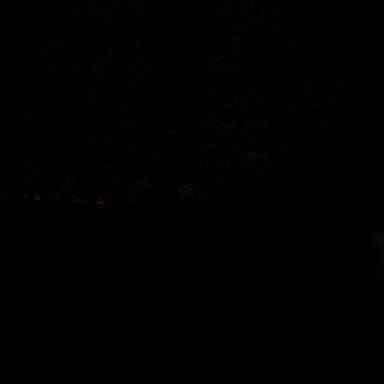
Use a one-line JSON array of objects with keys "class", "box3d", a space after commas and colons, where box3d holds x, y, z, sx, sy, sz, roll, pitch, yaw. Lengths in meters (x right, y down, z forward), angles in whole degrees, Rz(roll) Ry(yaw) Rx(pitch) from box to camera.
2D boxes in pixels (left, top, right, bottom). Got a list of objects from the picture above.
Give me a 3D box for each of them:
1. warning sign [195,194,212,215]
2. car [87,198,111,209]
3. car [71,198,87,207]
[{"class": "warning sign", "box3d": [1.094, 1.170, 31.541, 1.300, 1.860, 1.060, 0, 0, -35]}, {"class": "car", "box3d": [-13.092, 1.647, 47.565, 1.812, 1.442, 4.674, 0, 0, -34]}, {"class": "car", "box3d": [-18.911, 1.721, 55.775, 1.994, 1.385, 4.181, 0, 0, -35]}]
